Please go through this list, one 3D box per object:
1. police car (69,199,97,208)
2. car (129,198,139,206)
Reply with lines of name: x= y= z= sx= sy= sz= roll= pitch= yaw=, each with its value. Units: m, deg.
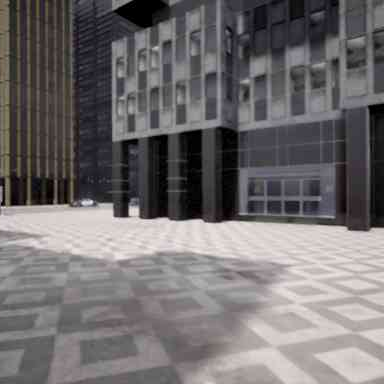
police car: x=-19.162 y=1.974 z=58.386 sx=2.038 sy=1.542 sz=4.974 roll=0 pitch=0 yaw=36
car: x=-10.966 y=1.956 z=64.228 sx=2.128 sy=1.511 sz=4.902 roll=0 pitch=0 yaw=36
